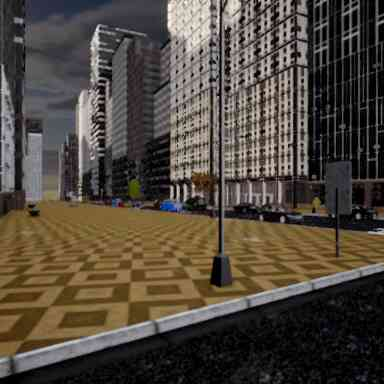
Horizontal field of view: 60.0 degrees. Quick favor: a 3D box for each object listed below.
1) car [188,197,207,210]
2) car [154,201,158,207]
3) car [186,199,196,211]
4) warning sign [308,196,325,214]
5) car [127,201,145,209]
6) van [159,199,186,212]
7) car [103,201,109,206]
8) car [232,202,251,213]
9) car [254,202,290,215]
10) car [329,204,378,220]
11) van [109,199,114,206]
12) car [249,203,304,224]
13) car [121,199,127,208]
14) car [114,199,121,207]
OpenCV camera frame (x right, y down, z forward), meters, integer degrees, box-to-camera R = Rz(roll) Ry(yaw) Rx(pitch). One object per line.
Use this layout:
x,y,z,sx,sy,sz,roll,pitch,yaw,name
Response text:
0.371,1.891,53.348,2.150,2.045,5.566,0,-1,-24,car
-7.428,2.684,75.715,1.802,1.307,4.206,-1,-1,-26,car
-1.904,2.194,50.937,2.033,1.411,5.357,0,-1,-25,car
13.841,1.436,36.961,1.300,1.860,1.060,1,-1,-26,warning sign
-10.116,2.435,61.948,2.008,1.369,4.403,-1,-1,-26,car
-2.819,1.924,46.739,1.690,1.788,3.998,-1,-1,-26,van
-22.284,2.947,87.299,1.887,1.381,4.507,-1,-1,-26,car
7.175,2.063,45.292,1.947,1.339,4.313,-1,-1,-26,car
9.609,1.965,40.222,1.947,1.339,4.313,-1,-1,-26,car
14.476,1.757,30.081,2.008,1.369,4.403,-1,-1,-26,car
-17.421,2.534,77.160,1.690,1.788,3.998,-1,-1,-26,van
6.921,1.745,26.454,2.008,1.369,4.403,-1,-1,-26,car
-12.477,2.508,66.866,1.752,1.417,4.829,-1,-1,-26,car
-14.983,2.634,72.089,1.887,1.381,4.507,-1,-1,-26,car
